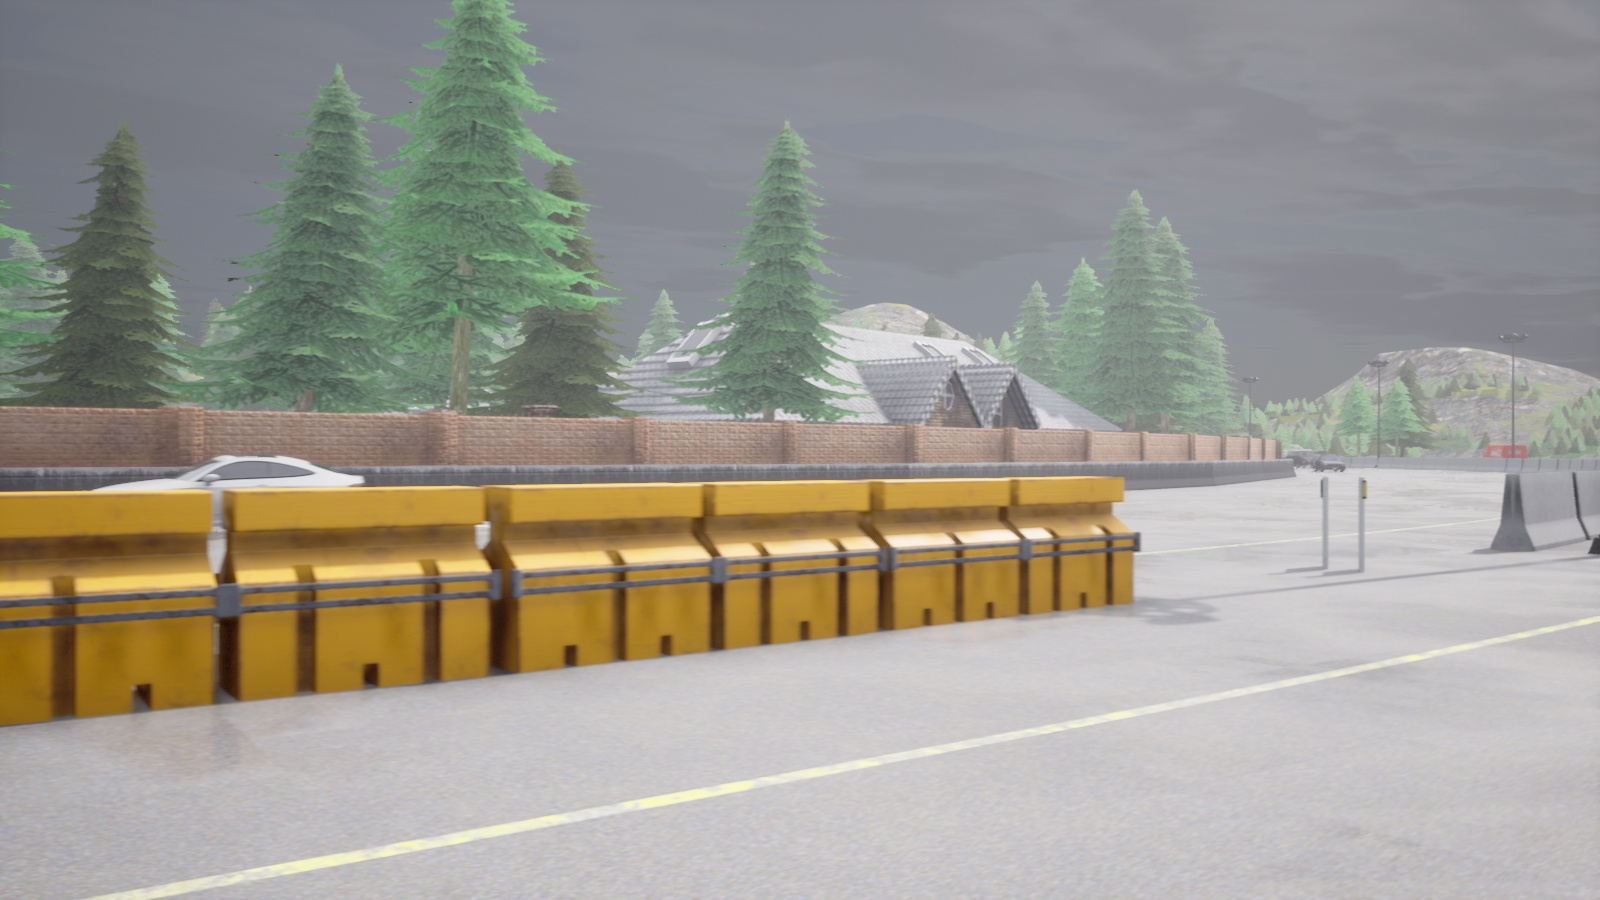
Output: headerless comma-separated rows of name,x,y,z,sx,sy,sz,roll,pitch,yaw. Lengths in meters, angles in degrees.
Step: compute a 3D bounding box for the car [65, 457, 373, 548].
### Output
car,-10.205,0.852,22.226,4.674,1.442,1.812,0,0,-37
